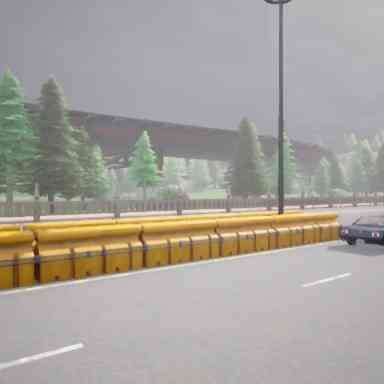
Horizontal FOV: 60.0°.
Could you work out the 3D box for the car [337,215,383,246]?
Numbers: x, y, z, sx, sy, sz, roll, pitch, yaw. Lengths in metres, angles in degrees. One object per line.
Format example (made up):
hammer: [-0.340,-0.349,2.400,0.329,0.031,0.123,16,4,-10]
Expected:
car: [8.293,1.613,14.084,4.718,1.301,1.895,0,0,-35]
